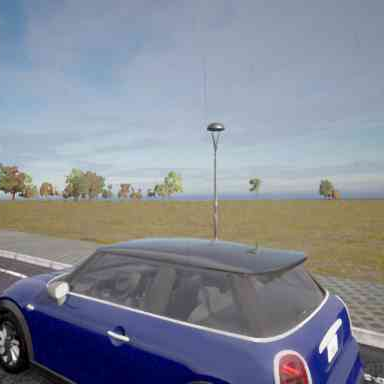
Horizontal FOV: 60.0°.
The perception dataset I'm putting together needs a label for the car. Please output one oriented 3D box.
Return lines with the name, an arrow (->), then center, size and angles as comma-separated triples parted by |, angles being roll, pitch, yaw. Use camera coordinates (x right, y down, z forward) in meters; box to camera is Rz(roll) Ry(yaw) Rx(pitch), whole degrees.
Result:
car -> -0.515, 1.353, 4.096 | 4.553, 1.767, 2.097 | 0, 0, 36
